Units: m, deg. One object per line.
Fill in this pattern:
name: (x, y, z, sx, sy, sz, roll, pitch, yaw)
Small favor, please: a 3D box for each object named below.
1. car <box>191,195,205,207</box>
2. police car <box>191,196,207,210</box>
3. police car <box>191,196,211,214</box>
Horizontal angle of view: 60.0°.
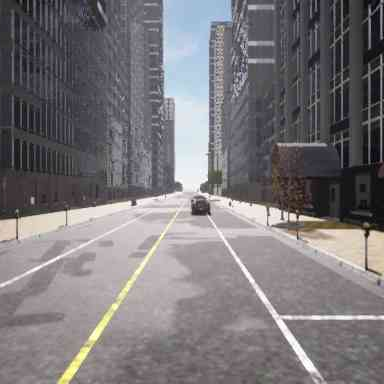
car: (0.896, 1.324, 50.454, 2.097, 1.767, 4.553, 0, 0, 0)
police car: (0.900, 1.397, 44.596, 1.930, 1.638, 5.238, 0, 0, 0)
police car: (0.900, 1.401, 34.595, 1.930, 1.638, 5.238, 0, 0, 0)
